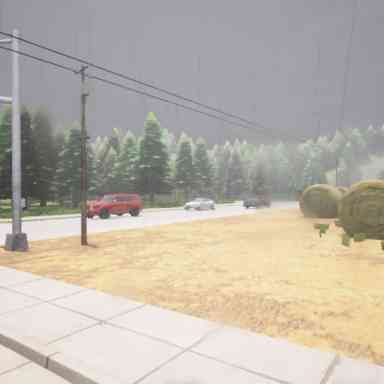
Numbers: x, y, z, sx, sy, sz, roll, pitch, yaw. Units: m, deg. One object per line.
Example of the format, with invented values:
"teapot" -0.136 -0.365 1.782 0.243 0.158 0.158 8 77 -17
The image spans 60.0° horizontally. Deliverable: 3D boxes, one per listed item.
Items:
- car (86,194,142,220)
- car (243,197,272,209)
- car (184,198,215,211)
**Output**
"car" -6.784 1.205 28.741 2.150 2.045 5.566 0 0 37
"car" 8.495 1.412 43.100 2.033 1.411 5.357 0 0 37
"car" 0.956 1.439 39.145 1.812 1.442 4.674 0 0 37
